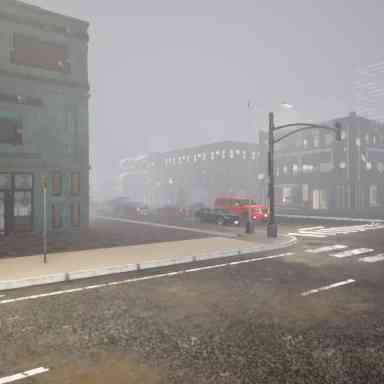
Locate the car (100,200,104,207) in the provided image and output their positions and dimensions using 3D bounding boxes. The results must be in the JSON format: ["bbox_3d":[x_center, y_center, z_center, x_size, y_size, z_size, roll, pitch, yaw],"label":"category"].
[{"bbox_3d":[-15.252,1.939,64.213,2.192,1.841,5.009,-1,0,-35],"label":"car"}]

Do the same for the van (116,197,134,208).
[{"bbox_3d":[-12.047,1.906,59.700,1.690,1.788,3.998,-1,0,-35],"label":"van"}]

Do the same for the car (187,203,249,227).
[{"bbox_3d":[1.884,1.814,25.412,1.947,1.339,4.313,-1,0,-35],"label":"car"}]

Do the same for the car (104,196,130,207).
[{"bbox_3d":[-12.082,1.774,55.293,2.150,2.045,5.566,-1,0,-35],"label":"car"}]

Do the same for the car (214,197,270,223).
[{"bbox_3d":[3.939,1.445,27.207,2.150,2.045,5.566,-1,0,-35],"label":"car"}]

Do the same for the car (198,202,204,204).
[{"bbox_3d":[0.779,1.903,41.650,1.802,1.307,4.206,-2,0,-35],"label":"car"}]

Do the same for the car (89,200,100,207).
[{"bbox_3d":[-18.293,2.268,64.045,1.895,1.301,4.718,-1,0,-35],"label":"car"}]

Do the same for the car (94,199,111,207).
[{"bbox_3d":[-18.452,2.227,68.726,1.887,1.381,4.507,-1,0,-35],"label":"car"}]

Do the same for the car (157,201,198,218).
[{"bbox_3d":[-1.761,1.937,35.245,1.895,1.301,4.718,-1,0,-36],"label":"car"}]

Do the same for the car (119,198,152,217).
[{"bbox_3d":[-6.055,1.846,36.795,1.967,1.590,4.097,-1,0,-35],"label":"car"}]

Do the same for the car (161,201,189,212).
[{"bbox_3d":[-2.425,1.965,46.162,1.802,1.307,4.206,-2,0,-35],"label":"car"}]

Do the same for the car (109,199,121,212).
[{"bbox_3d":[-9.304,2.047,45.896,1.994,1.385,4.181,-1,0,-35],"label":"car"}]
